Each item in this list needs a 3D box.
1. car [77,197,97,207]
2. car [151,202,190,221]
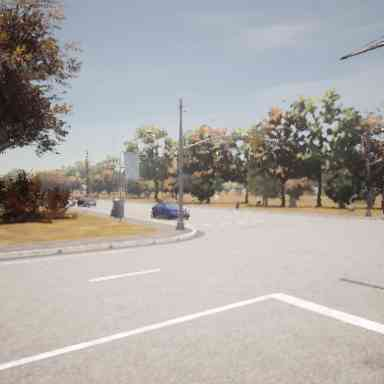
[{"bbox_3d":[-15.654,1.452,49.533,2.128,1.511,4.902,0,0,-34],"label":"car"},{"bbox_3d":[-1.941,1.577,28.277,1.812,1.442,4.674,0,0,-32],"label":"car"}]
